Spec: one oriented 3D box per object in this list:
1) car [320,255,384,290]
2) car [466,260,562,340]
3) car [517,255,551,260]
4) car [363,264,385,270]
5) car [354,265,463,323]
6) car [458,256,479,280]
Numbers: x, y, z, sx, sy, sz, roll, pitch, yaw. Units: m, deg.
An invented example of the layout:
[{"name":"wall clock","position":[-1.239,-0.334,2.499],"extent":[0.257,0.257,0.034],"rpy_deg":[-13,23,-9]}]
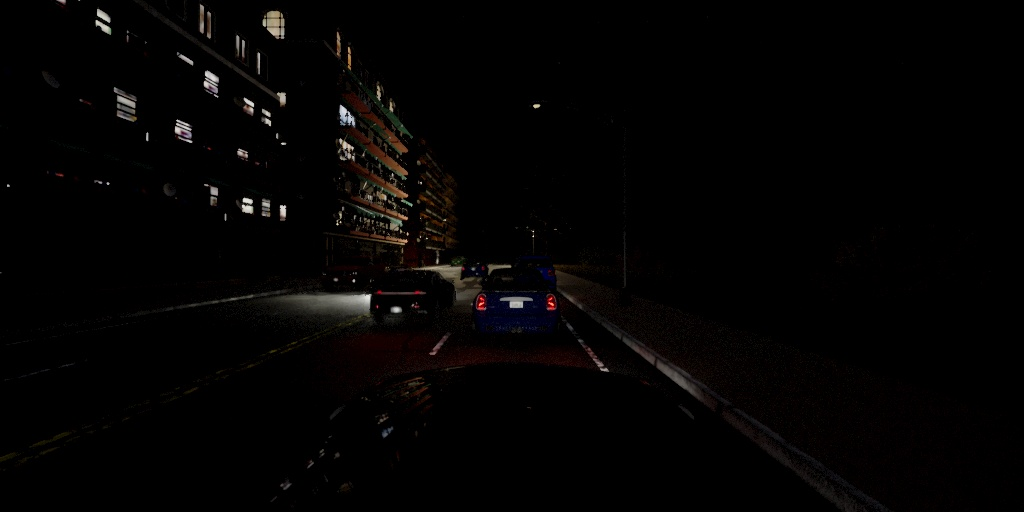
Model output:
[{"name":"car","position":[-9.849,0.974,22.809],"extent":[2.150,2.045,5.566],"rpy_deg":[0,0,0]},{"name":"car","position":[0.098,1.103,10.122],"extent":[2.097,1.767,4.553],"rpy_deg":[0,0,0]},{"name":"car","position":[1.137,0.977,19.697],"extent":[2.150,2.045,5.566],"rpy_deg":[0,0,0]},{"name":"car","position":[-6.600,1.316,20.645],"extent":[1.994,1.385,4.181],"rpy_deg":[0,0,0]},{"name":"car","position":[-3.151,1.243,12.192],"extent":[2.128,1.511,4.902],"rpy_deg":[0,0,0]},{"name":"car","position":[-3.151,1.103,31.271],"extent":[2.097,1.767,4.553],"rpy_deg":[0,0,0]}]
